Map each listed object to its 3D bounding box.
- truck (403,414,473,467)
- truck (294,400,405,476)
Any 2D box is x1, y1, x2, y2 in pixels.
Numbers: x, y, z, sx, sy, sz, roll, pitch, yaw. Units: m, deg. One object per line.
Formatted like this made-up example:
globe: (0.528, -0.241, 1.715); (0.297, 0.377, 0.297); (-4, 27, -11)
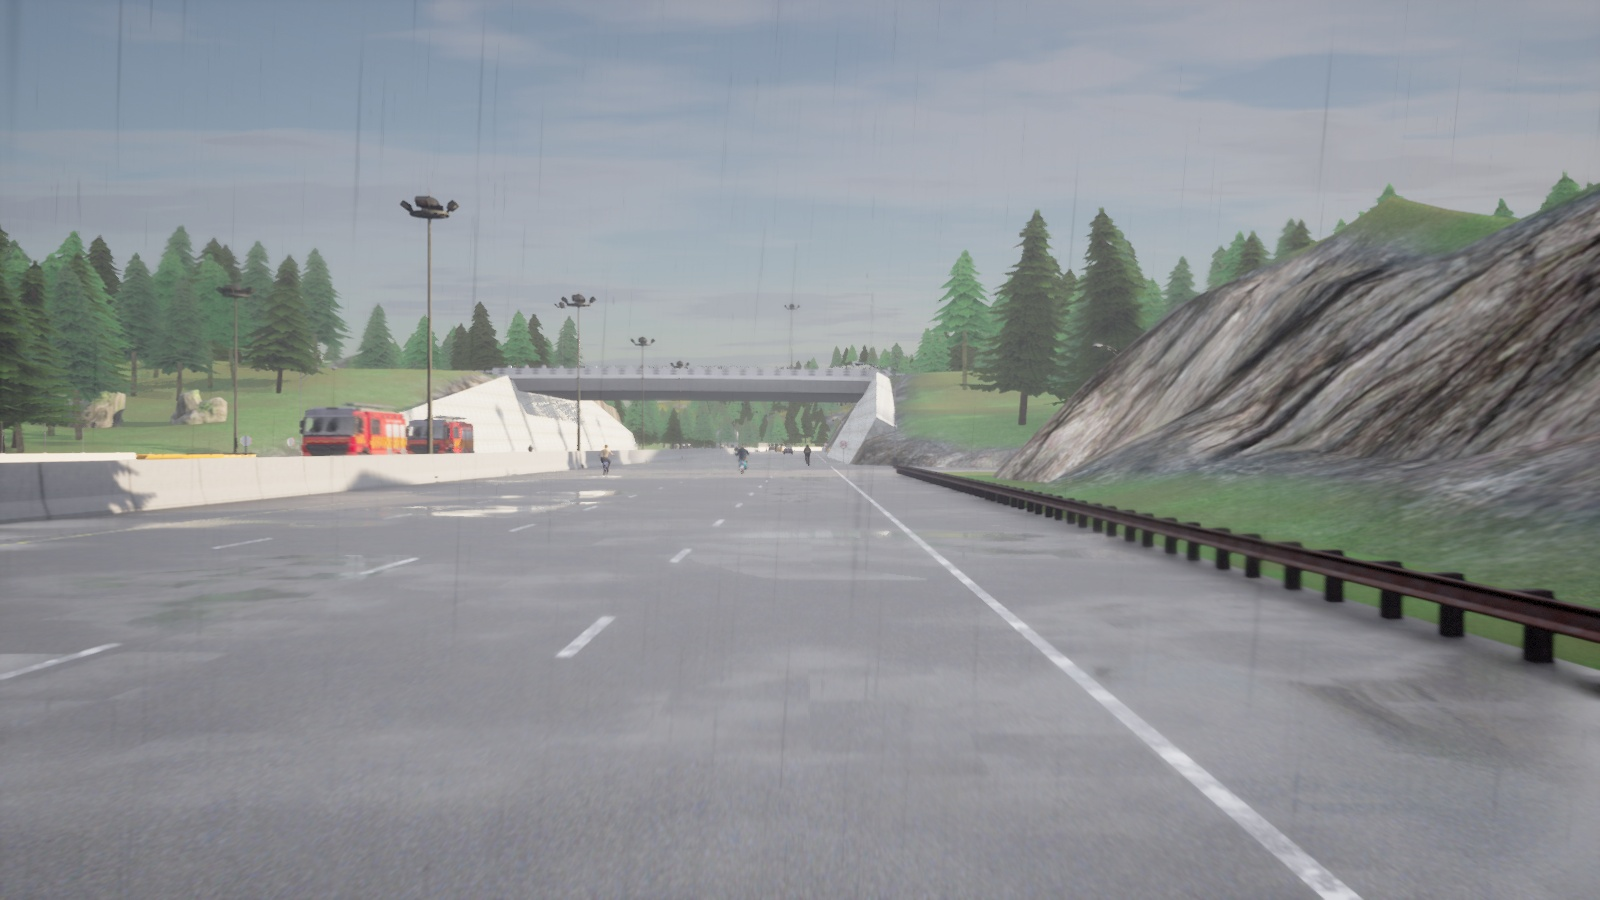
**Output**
truck: (-27.435, -0.711, 95.543); (2.891, 3.827, 8.468); (0, 0, 0)
truck: (-24.096, -0.629, 67.628); (2.891, 3.827, 8.468); (0, 0, 0)
